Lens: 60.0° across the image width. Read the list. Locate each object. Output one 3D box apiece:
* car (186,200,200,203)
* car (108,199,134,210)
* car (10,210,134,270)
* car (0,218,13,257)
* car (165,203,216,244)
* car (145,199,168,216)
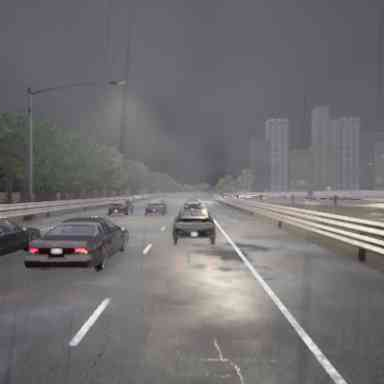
[{"bbox_3d":[0.083,1.490,33.774,1.812,1.442,4.674,0,0,0],"label":"car"},{"bbox_3d":[-6.917,1.470,32.768,1.837,1.490,4.892,0,0,0],"label":"car"},{"bbox_3d":[-3.405,1.536,10.877,2.033,1.411,5.357,0,0,0],"label":"car"},{"bbox_3d":[-6.905,1.536,10.839,2.033,1.411,5.357,0,0,0],"label":"car"},{"bbox_3d":[0.091,1.475,15.763,2.128,1.511,4.902,0,0,0],"label":"car"},{"bbox_3d":[-3.417,1.457,32.621,2.128,1.511,4.902,0,0,0],"label":"car"}]
